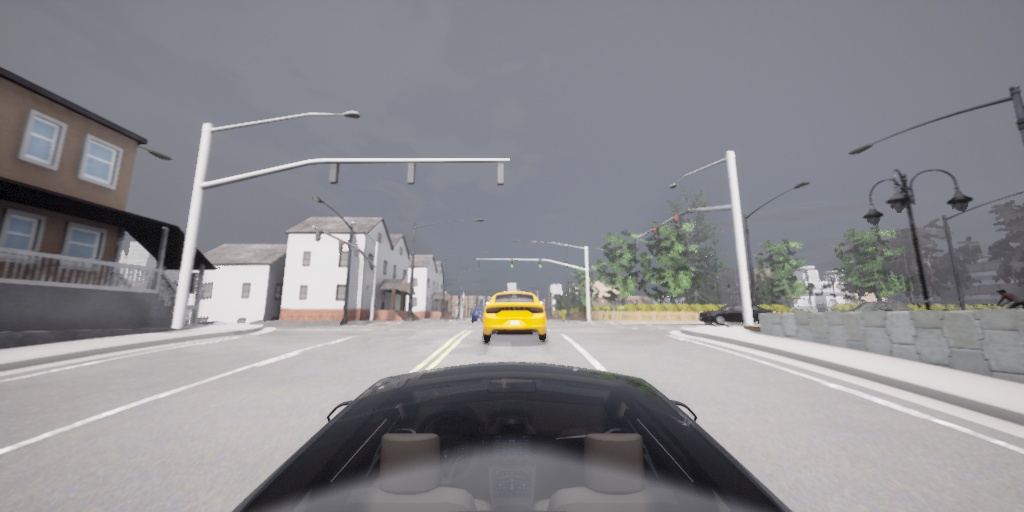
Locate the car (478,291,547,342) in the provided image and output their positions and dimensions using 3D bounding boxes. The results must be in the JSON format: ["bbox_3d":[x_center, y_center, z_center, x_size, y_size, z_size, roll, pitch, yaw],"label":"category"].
[{"bbox_3d":[0.084,1.980,12.308,1.882,1.535,5.008,0,-7,0],"label":"car"}]

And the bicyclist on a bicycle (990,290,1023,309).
[{"bbox_3d":[21.795,2.285,15.678,0.582,1.620,1.656,0,-10,1],"label":"bicyclist on a bicycle"}]

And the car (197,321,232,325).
[{"bbox_3d":[-19.345,4.888,23.175,4.181,1.385,1.994,-8,-9,-1],"label":"car"}]

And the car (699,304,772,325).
[{"bbox_3d":[16.492,4.298,26.554,5.008,1.535,1.882,0,-10,1],"label":"car"}]

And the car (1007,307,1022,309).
[{"bbox_3d":[36.900,4.368,26.229,4.718,1.301,1.895,0,-10,1],"label":"car"}]

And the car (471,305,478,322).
[{"bbox_3d":[-3.608,6.927,43.663,2.150,2.045,5.566,0,-10,0],"label":"car"}]

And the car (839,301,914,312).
[{"bbox_3d":[26.655,4.150,26.432,4.553,1.767,2.097,0,-10,1],"label":"car"}]

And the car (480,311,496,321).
[{"bbox_3d":[-3.590,8.983,53.879,2.033,1.411,5.357,0,-10,0],"label":"car"}]
